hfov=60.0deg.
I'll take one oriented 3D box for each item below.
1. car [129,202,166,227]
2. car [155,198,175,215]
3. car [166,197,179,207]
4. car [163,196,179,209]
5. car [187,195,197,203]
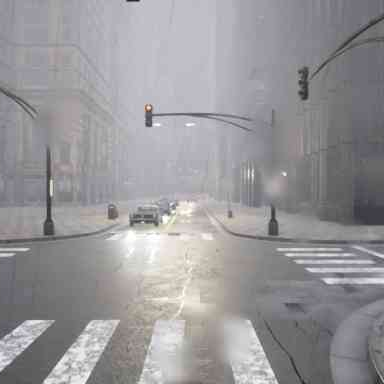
[{"bbox_3d":[-3.110,1.601,23.201,1.895,1.301,4.718,0,0,0],"label":"car"},{"bbox_3d":[-3.108,1.564,33.144,1.994,1.385,4.181,0,0,0],"label":"car"},{"bbox_3d":[-3.076,1.531,53.187,1.812,1.442,4.674,0,0,0],"label":"car"},{"bbox_3d":[-3.115,1.354,43.146,2.097,1.767,4.553,0,0,0],"label":"car"},{"bbox_3d":[0.068,1.366,69.674,2.097,1.767,4.553,0,0,0],"label":"car"}]
